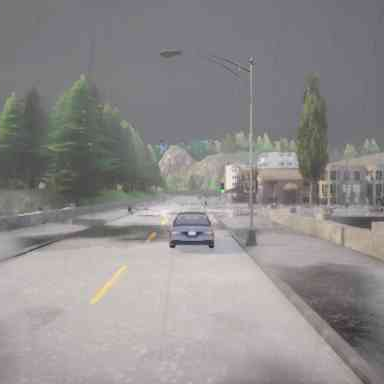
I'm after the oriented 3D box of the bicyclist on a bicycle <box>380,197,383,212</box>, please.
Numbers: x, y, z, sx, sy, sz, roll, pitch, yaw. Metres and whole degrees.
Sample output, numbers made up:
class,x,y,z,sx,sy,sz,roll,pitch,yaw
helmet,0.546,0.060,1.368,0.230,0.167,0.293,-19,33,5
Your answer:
class,x,y,z,sx,sy,sz,roll,pitch,yaw
bicyclist on a bicycle,20.114,1.347,34.854,0.582,1.620,1.656,0,0,0

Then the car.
class,x,y,z,sx,sy,sz,roll,pitch,yaw
car,0.000,1.562,14.650,2.033,1.411,5.357,0,0,0
